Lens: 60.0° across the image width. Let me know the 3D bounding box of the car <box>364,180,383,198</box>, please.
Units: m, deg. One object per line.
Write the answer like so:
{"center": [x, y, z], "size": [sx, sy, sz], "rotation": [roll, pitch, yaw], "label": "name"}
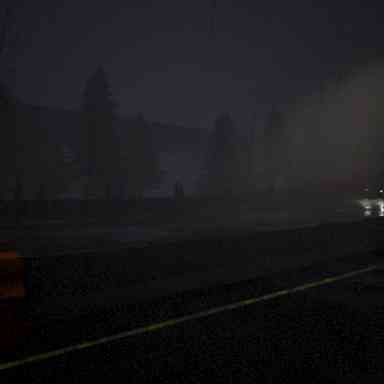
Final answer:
{"center": [20.696, -0.404, 36.172], "size": [4.553, 1.767, 2.097], "rotation": [-8, 5, -35], "label": "car"}
